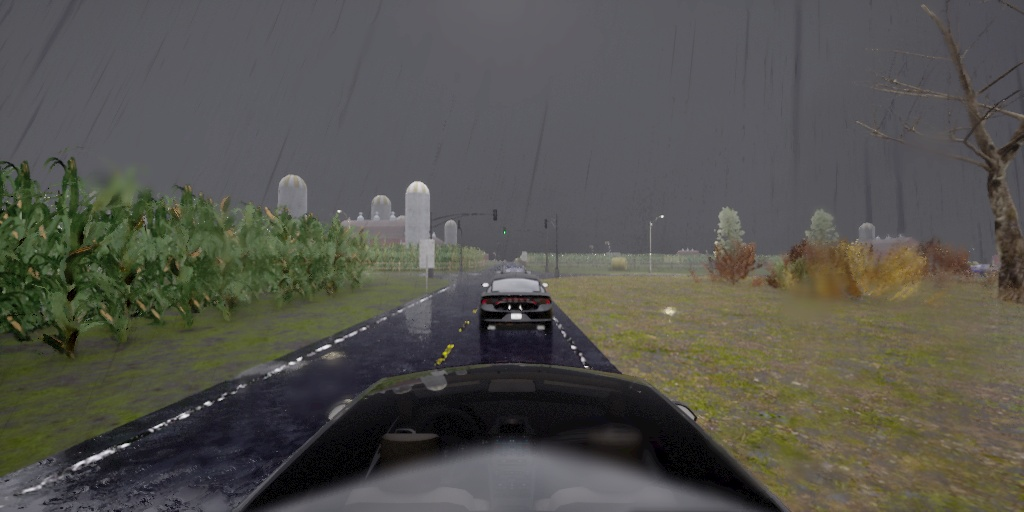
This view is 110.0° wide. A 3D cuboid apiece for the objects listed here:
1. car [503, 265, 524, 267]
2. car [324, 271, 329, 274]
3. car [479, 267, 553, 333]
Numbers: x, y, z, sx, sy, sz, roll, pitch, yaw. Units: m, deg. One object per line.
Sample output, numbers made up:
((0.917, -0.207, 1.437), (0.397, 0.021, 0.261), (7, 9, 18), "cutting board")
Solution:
((0.093, 1.308, 21.553), (2.128, 1.511, 4.902), (0, 0, 0), "car")
((-21.297, 1.145, 38.868), (5.008, 1.535, 1.882), (1, -1, -3), "car")
((0.102, 1.257, 10.869), (1.882, 1.535, 5.008), (0, 0, 0), "car")
